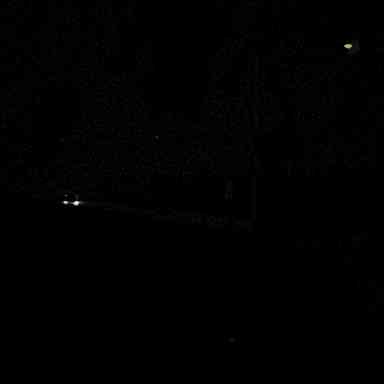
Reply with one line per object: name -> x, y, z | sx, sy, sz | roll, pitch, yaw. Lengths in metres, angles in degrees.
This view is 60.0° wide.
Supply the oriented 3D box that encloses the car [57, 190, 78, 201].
car -> -18.706, 0.465, 49.981 | 2.097, 1.767, 4.553 | 1, 1, -35
